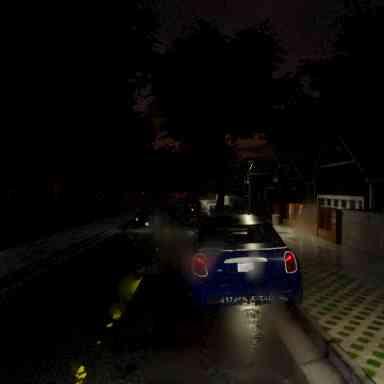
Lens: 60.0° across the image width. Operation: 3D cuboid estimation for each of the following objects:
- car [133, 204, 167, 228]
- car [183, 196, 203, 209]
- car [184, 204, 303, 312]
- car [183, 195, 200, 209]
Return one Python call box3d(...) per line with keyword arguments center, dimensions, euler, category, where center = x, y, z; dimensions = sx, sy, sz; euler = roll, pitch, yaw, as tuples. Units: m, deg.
box3d(center=(-2.715, 1.563, 22.810), dimensions=(2.033, 1.411, 5.357), euler=(0, 0, 0), category="car")
box3d(center=(0.085, 1.530, 35.980), dimensions=(1.837, 1.490, 4.892), euler=(0, 0, 1), category="car")
box3d(center=(0.942, 1.320, 7.878), dimensions=(2.097, 1.767, 4.553), euler=(-2, 0, 0), category="car")
box3d(center=(-0.033, 1.379, 45.943), dimensions=(2.097, 1.767, 4.553), euler=(0, 0, 2), category="car")
